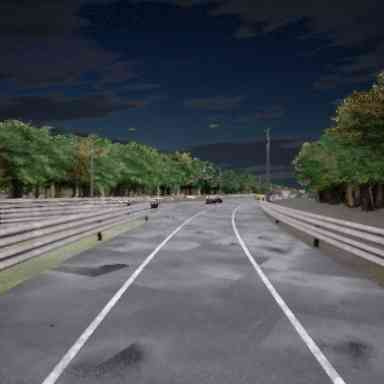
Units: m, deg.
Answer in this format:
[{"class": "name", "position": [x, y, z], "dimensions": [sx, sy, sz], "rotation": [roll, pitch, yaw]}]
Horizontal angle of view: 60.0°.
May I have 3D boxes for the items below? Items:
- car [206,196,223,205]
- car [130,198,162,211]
[{"class": "car", "position": [4.021, 1.493, 58.803], "dimensions": [1.882, 1.535, 5.008], "rotation": [0, 0, 23]}, {"class": "car", "position": [-5.256, 1.469, 38.106], "dimensions": [2.128, 1.511, 4.902], "rotation": [0, 0, 25]}]
